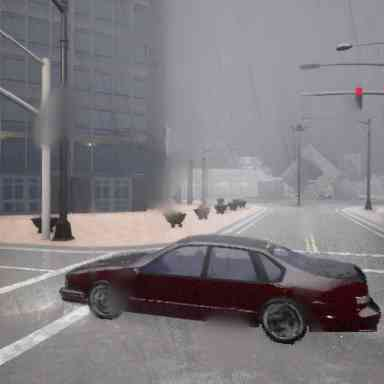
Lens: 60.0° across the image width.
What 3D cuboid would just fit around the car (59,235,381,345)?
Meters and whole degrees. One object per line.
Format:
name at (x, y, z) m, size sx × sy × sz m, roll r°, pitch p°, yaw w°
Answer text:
car at (0.326, 1.531, 6.095) m, size 5.357 × 1.411 × 2.033 m, roll 0°, pitch 0°, yaw 17°
